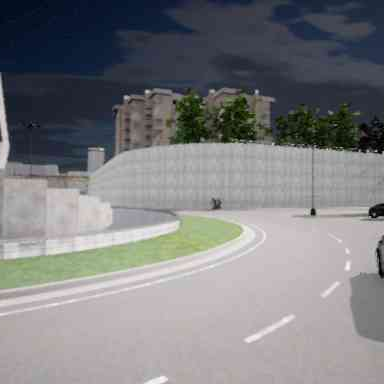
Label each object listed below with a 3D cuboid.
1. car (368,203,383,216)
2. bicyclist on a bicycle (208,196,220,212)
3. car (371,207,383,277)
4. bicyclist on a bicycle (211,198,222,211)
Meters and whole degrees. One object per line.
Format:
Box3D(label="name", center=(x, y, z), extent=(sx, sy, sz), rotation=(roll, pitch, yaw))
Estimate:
Box3D(label="car", center=(18.132, 1.719, 29.921), extent=(4.892, 1.490, 1.837), rotation=(1, -1, -22))
Box3D(label="bicyclist on a bicycle", center=(2.767, 1.480, 41.767), extent=(0.582, 1.620, 1.656), rotation=(0, 9, 38))
Box3D(label="car", center=(5.525, 1.416, 7.359), extent=(2.097, 1.767, 4.553), rotation=(1, 0, 22))
Box3D(label="bicyclist on a bicycle", center=(3.274, 1.520, 41.404), extent=(0.582, 1.620, 1.656), rotation=(12, 12, 39))
